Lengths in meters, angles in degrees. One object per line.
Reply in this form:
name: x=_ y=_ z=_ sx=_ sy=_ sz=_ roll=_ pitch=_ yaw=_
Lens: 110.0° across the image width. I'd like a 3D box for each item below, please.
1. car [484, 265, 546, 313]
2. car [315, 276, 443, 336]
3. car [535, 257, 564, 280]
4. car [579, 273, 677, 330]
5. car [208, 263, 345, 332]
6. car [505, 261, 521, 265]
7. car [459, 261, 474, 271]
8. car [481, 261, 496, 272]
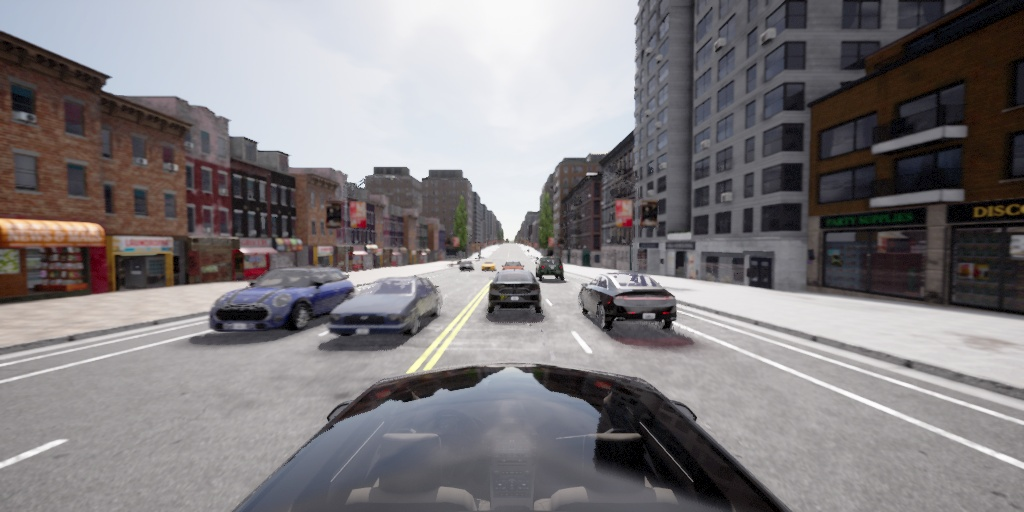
car: x=0.095 y=1.268 z=14.316 sx=1.882 sy=1.535 sz=5.008 roll=0 pitch=0 yaw=0
car: x=-3.351 y=1.321 z=10.713 sx=2.033 sy=1.411 sz=5.357 roll=0 pitch=0 yaw=0
car: x=3.338 y=1.094 z=32.413 sx=2.150 sy=2.045 sz=5.566 roll=0 pitch=0 yaw=0
car: x=3.345 y=1.267 z=11.186 sx=2.128 sy=1.511 sz=4.902 roll=0 pitch=0 yaw=0
car: x=-6.601 y=1.126 z=10.936 sx=2.097 sy=1.767 sz=4.553 roll=0 pitch=0 yaw=0
car: x=0.088 y=1.229 z=32.890 sx=2.097 sy=1.767 sz=4.553 roll=0 pitch=0 yaw=0
car: x=-6.589 y=1.451 z=52.309 sx=1.837 sy=1.490 sz=4.892 roll=0 pitch=0 yaw=0
car: x=-3.341 y=1.424 z=51.789 sx=1.882 sy=1.535 sz=5.008 roll=0 pitch=0 yaw=0
